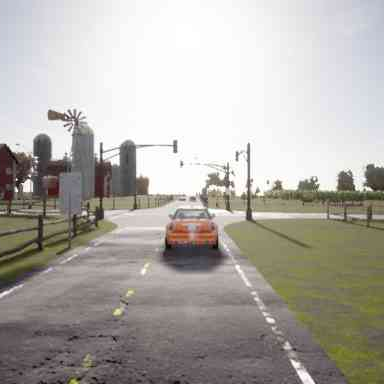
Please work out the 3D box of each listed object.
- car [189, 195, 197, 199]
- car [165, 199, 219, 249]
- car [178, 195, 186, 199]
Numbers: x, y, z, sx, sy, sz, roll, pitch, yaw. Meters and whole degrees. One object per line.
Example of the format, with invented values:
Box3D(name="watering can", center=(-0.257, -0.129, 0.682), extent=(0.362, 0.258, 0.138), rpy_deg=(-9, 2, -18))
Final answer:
Box3D(name="car", center=(0.244, 1.488, 82.376), extent=(1.812, 1.442, 4.674), rpy_deg=(0, 0, 0))
Box3D(name="car", center=(0.000, 1.372, 14.623), extent=(2.097, 1.767, 4.553), rpy_deg=(0, 0, 0))
Box3D(name="car", center=(-2.486, 1.600, 86.368), extent=(2.033, 1.411, 5.357), rpy_deg=(0, 0, 0))
